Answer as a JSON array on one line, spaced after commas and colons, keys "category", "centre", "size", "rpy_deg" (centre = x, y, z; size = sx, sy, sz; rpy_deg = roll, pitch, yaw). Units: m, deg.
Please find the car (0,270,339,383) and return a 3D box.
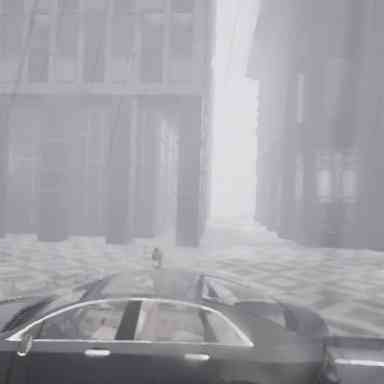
[{"category": "car", "centre": [-0.745, 1.611, 3.716], "size": [4.403, 1.369, 2.008], "rpy_deg": [1, -1, 4]}]
